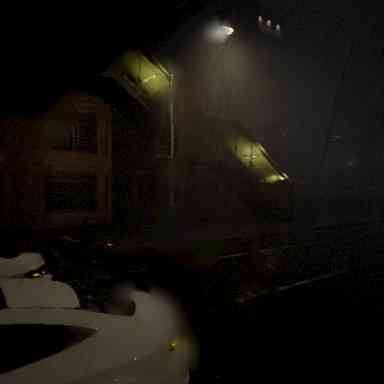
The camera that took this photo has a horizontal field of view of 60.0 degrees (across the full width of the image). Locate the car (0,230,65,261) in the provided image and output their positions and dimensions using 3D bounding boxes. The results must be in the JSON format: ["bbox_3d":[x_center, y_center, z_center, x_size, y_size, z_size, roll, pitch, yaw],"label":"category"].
[{"bbox_3d":[-4.630,1.509,5.000,4.674,1.442,1.812,0,0,-37],"label":"car"}]

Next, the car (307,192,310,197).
[{"bbox_3d":[29.226,0.953,84.602,5.566,2.045,2.435,0,0,-37],"label":"car"}]

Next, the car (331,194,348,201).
[{"bbox_3d":[34.493,1.199,77.860,3.806,1.475,1.970,0,0,-37],"label":"car"}]

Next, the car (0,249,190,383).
[{"bbox_3d":[-2.159,1.517,2.473,4.674,1.442,1.812,0,0,-37],"label":"car"}]
